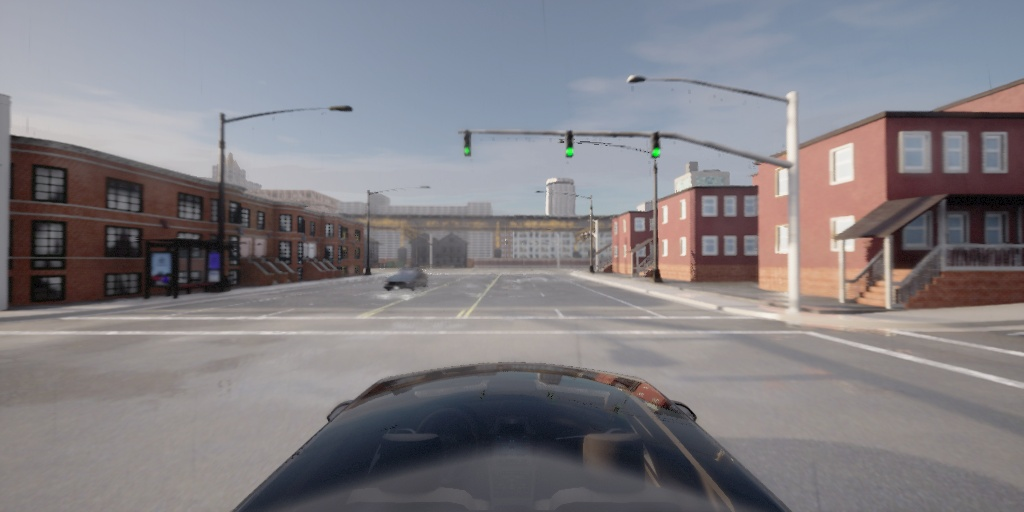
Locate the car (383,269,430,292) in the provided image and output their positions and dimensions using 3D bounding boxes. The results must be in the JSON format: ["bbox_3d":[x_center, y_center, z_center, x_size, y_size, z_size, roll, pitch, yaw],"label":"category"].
[{"bbox_3d":[-7.004,1.572,24.423,2.033,1.411,5.357,0,0,0],"label":"car"}]
